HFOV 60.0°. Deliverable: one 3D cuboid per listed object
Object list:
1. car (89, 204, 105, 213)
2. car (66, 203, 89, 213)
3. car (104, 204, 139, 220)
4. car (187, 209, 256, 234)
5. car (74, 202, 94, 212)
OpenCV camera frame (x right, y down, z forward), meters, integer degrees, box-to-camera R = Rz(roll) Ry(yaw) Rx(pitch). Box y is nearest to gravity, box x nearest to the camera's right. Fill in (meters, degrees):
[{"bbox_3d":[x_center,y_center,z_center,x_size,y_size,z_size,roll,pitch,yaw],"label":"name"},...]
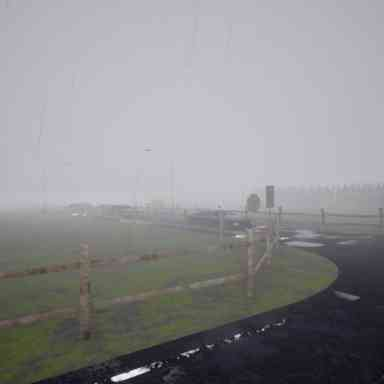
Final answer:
[{"bbox_3d":[-12.770,2.408,48.314,2.033,1.411,5.357,0,-1,-34],"label":"car"},{"bbox_3d":[-17.835,2.518,50.768,1.837,1.490,4.892,0,-1,-34],"label":"car"},{"bbox_3d":[-7.251,2.100,35.107,1.837,1.490,4.892,0,-1,-34],"label":"car"},{"bbox_3d":[1.748,1.843,21.929,2.033,1.411,5.357,0,-1,-34],"label":"car"},{"bbox_3d":[-18.386,2.533,56.449,1.882,1.535,5.008,0,-1,-34],"label":"car"}]
